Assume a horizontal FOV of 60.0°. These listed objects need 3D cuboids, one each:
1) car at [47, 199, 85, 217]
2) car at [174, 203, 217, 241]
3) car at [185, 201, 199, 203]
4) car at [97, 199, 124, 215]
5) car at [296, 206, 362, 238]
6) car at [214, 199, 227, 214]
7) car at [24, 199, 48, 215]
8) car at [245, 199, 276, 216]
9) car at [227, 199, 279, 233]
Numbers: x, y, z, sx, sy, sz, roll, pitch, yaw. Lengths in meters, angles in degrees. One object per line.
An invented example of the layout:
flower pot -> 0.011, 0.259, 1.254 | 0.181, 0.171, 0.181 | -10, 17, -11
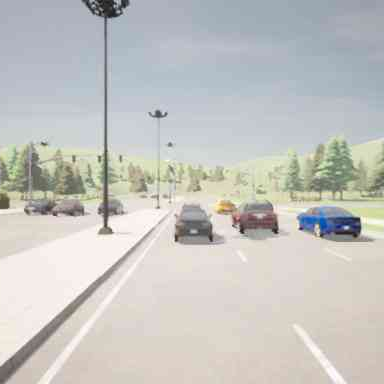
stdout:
car -> -11.652, 1.521, 31.744 | 1.812, 1.442, 4.674 | 0, 0, 0
car -> 0.065, 1.523, 16.603 | 1.812, 1.442, 4.674 | 0, 0, 0
car -> -0.038, 1.596, 34.178 | 1.895, 1.301, 4.718 | 0, 0, 0
car -> -8.145, 1.503, 33.636 | 1.837, 1.490, 4.892 | 0, 0, 0
car -> 7.061, 1.475, 17.701 | 1.882, 1.535, 5.008 | 0, 0, 0
car -> 3.452, 1.473, 35.553 | 1.882, 1.535, 5.008 | 0, 0, 0
car -> -15.144, 1.488, 33.740 | 2.128, 1.511, 4.902 | 0, 0, 0
car -> 6.960, 1.487, 34.184 | 2.128, 1.511, 4.902 | 0, 0, 0
car -> 3.551, 1.348, 19.540 | 2.097, 1.767, 4.553 | 0, 0, 0
